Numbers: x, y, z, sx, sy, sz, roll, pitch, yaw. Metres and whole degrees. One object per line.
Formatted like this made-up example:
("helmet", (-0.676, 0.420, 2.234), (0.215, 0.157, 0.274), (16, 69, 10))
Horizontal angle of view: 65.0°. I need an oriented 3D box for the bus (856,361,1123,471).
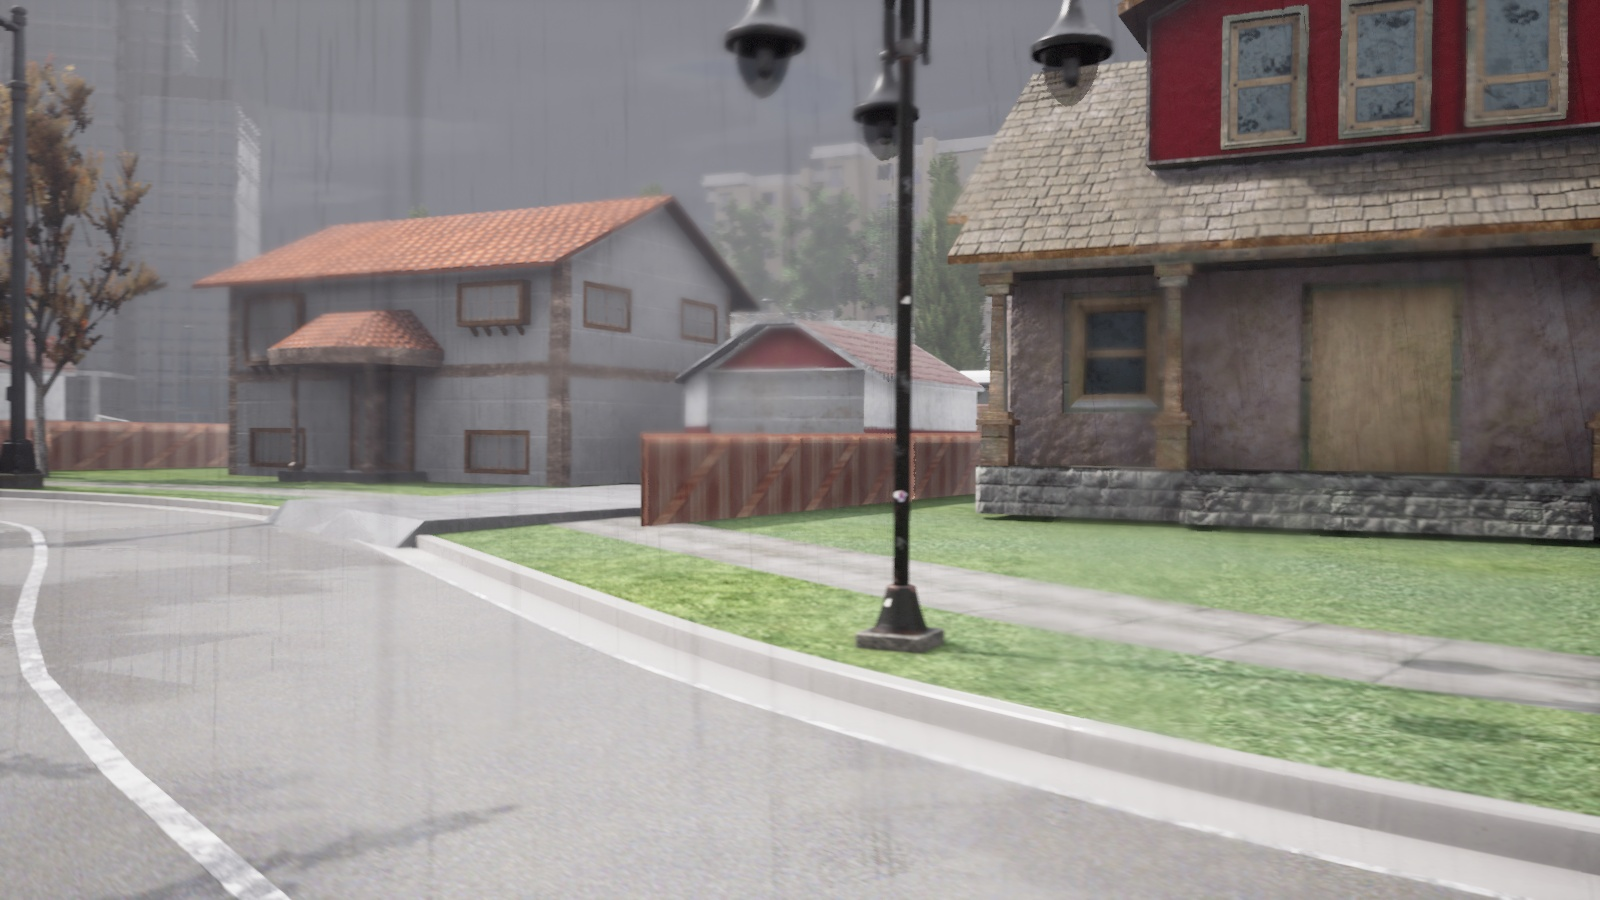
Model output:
("bus", (7.847, -1.326, 52.469), (10.273, 4.253, 3.944), (0, 1, 28))
